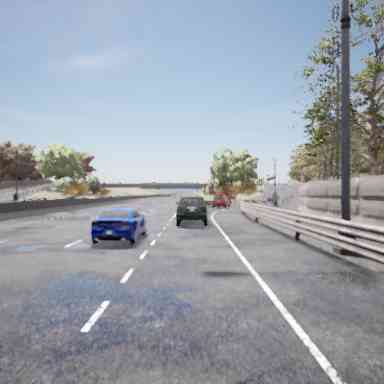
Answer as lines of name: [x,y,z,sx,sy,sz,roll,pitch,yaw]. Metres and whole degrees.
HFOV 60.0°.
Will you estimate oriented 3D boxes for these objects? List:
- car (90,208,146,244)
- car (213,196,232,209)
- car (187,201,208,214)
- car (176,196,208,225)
car: [-3.403,1.523,16.156,1.882,1.535,5.008,0,0,0]
car: [5.079,1.713,55.855,2.150,2.045,5.566,0,-1,20]
car: [0.729,1.710,37.524,1.895,1.301,4.718,0,0,7]
car: [0.007,1.292,24.573,2.150,2.045,5.566,0,0,0]
